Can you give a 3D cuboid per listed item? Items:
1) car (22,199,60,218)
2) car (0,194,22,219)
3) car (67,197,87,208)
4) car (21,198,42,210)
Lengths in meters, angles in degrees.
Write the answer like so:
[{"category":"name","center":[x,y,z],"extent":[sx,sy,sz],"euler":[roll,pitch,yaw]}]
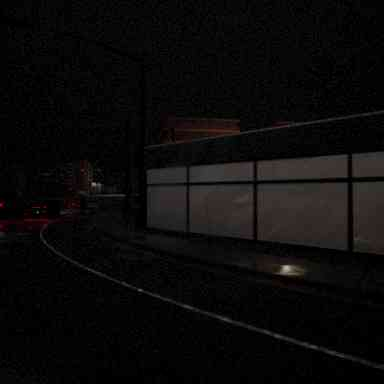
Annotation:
[{"category":"car","center":[-13.342,1.491,30.214],"extent":[2.128,1.511,4.902],"euler":[0,0,-11]},{"category":"car","center":[-16.725,1.221,29.298],"extent":[2.150,2.045,5.566],"euler":[0,0,-11]},{"category":"car","center":[-16.102,1.458,46.746],"extent":[1.882,1.535,5.008],"euler":[0,0,-7]},{"category":"car","center":[-20.756,1.546,42.971],"extent":[1.994,1.385,4.181],"euler":[0,0,-33]}]
